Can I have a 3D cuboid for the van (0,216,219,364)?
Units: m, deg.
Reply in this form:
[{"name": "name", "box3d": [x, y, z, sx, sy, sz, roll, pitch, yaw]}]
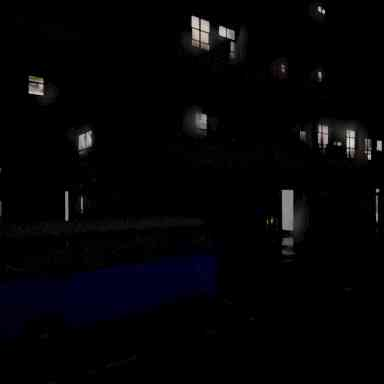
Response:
[{"name": "van", "box3d": [-1.416, 1.341, 5.555, 3.998, 1.788, 1.690, 0, 0, -35]}]
